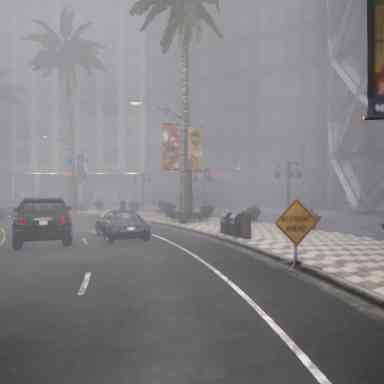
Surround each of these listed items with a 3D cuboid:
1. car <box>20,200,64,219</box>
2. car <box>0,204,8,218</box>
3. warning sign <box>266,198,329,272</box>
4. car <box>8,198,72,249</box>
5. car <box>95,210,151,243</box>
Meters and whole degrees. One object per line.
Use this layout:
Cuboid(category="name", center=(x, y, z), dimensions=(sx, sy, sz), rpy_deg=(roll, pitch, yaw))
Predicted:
Cuboid(category="car", center=(-13.649, 1.532, 30.150), dimensions=(4.674, 1.442, 1.812), rpy_deg=(0, 0, 41))
Cuboid(category="car", center=(-15.978, 1.615, 27.537), dimensions=(4.718, 1.301, 1.895), rpy_deg=(0, 0, 41))
Cuboid(category="warning sign", center=(2.849, 1.114, 9.128), dimensions=(1.300, 1.860, 1.060), rpy_deg=(0, 0, -12))
Cuboid(category="car", center=(-6.686, 1.257, 14.965), dimensions=(2.150, 2.045, 5.566), rpy_deg=(0, 0, -24))
Cuboid(category="car", center=(-3.478, 1.572, 16.365), dimensions=(1.994, 1.385, 4.181), rpy_deg=(0, 0, -24))
